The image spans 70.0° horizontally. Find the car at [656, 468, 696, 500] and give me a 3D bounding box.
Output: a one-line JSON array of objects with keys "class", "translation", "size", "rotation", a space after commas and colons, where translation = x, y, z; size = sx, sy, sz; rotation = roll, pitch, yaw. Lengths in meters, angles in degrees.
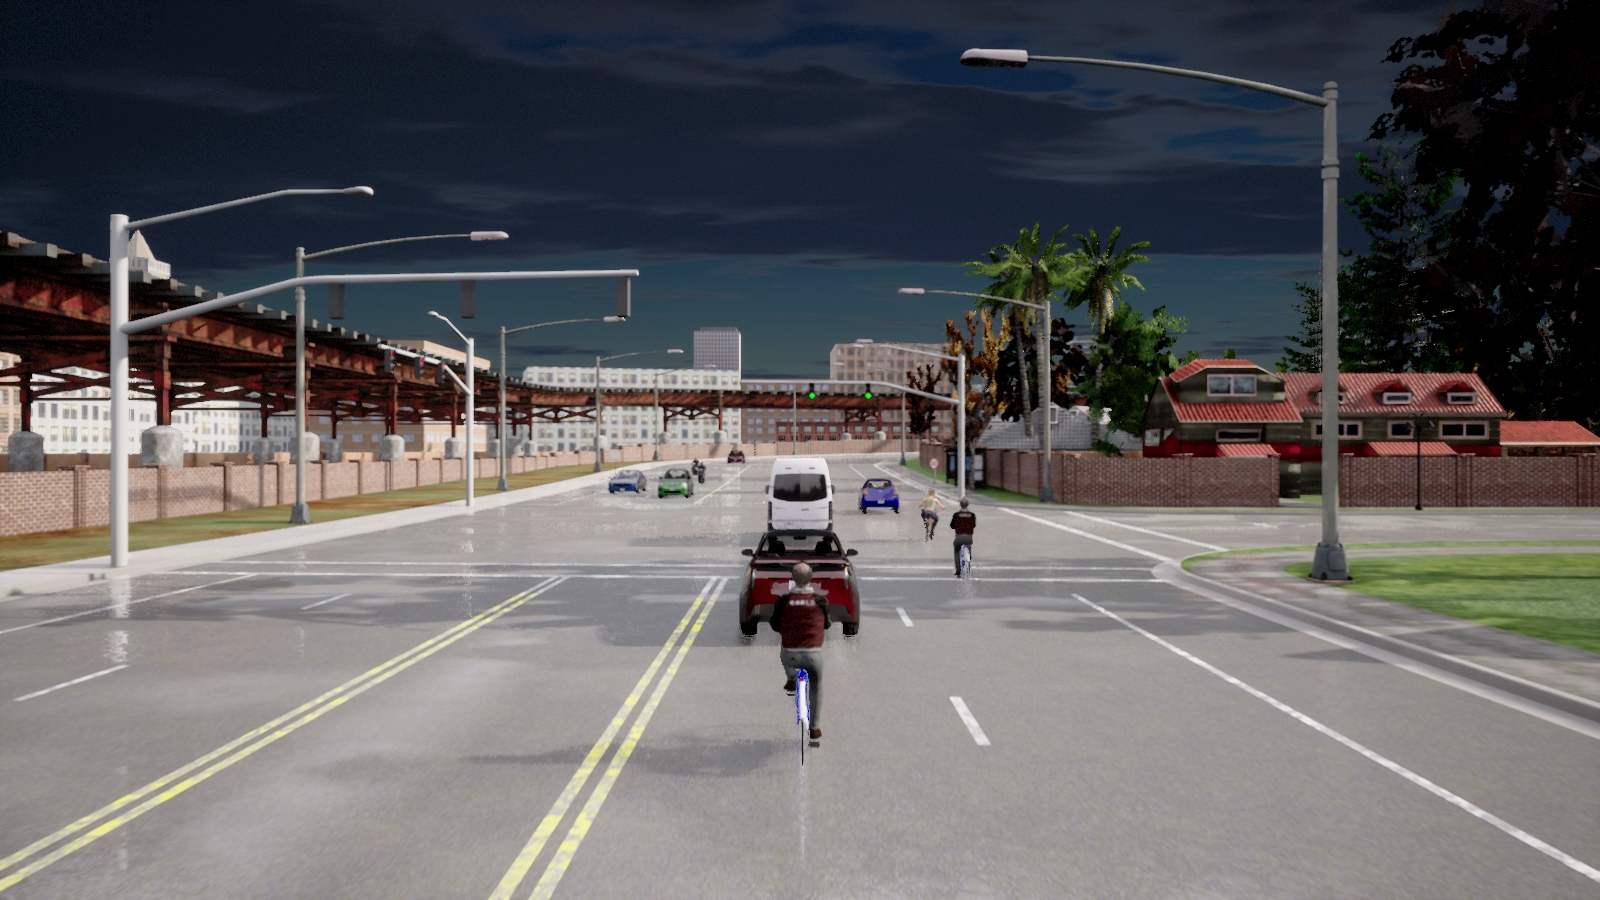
[{"class": "car", "translation": [-6.999, 1.886, 64.678], "size": [1.851, 1.617, 3.988], "rotation": [0, 1, 0]}]

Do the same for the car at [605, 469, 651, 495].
[{"class": "car", "translation": [-10.499, 1.932, 70.088], "size": [2.033, 1.411, 5.357], "rotation": [0, 1, 0]}]

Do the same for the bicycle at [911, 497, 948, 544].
[{"class": "bicycle", "translation": [3.996, 2.146, 35.158], "size": [0.859, 1.301, 1.487], "rotation": [3, 1, 15]}]

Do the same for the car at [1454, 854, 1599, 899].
[{"class": "car", "translation": [3.098, 2.105, 1.217], "size": [2.033, 1.411, 5.357], "rotation": [0, 0, 4]}]

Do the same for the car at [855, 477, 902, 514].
[{"class": "car", "translation": [3.499, 2.016, 51.413], "size": [1.845, 1.501, 3.633], "rotation": [0, 0, 0]}]

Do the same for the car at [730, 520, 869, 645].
[{"class": "car", "translation": [-0.005, 2.043, 18.671], "size": [2.007, 1.525, 4.514], "rotation": [0, 0, 0]}]

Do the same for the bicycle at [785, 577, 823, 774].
[{"class": "bicycle", "translation": [0.034, 2.050, 10.792], "size": [0.329, 1.496, 1.835], "rotation": [0, 0, 0]}]

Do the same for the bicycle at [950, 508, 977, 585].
[{"class": "bicycle", "translation": [3.517, 2.053, 24.675], "size": [0.329, 1.496, 1.835], "rotation": [0, 0, 0]}]

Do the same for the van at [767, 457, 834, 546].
[{"class": "van", "translation": [0.014, 1.536, 36.524], "size": [1.988, 2.561, 5.915], "rotation": [0, 0, 0]}]
